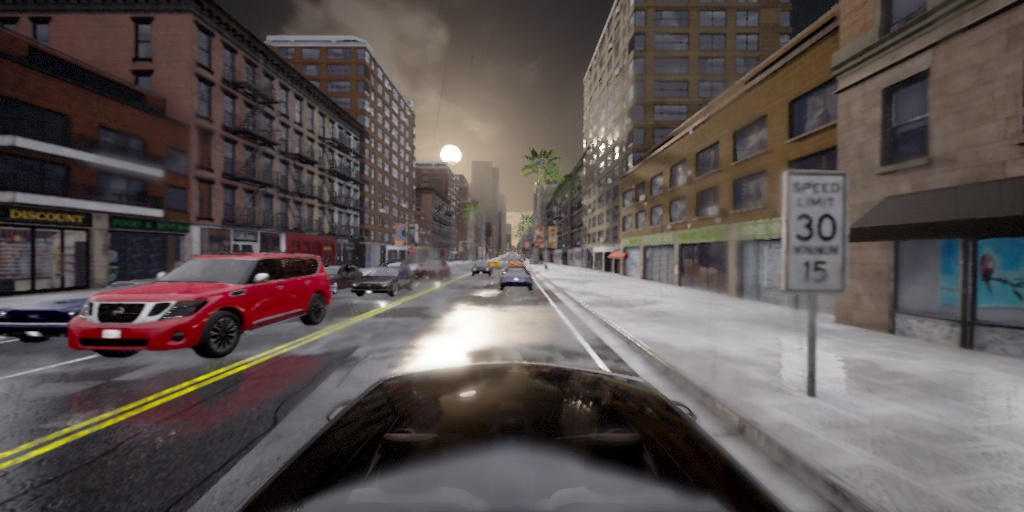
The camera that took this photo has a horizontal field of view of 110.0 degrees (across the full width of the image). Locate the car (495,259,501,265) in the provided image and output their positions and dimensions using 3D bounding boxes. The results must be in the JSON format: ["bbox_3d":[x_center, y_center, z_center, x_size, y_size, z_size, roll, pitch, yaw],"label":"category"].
[{"bbox_3d":[-2.737,1.135,52.591,1.882,1.535,5.008,0,0,0],"label":"car"}]

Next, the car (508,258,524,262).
[{"bbox_3d":[0.480,1.039,48.491,2.097,1.767,4.553,0,0,0],"label":"car"}]

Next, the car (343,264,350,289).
[{"bbox_3d":[-9.707,1.181,19.405,1.837,1.490,4.892,0,0,1],"label":"car"}]

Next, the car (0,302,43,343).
[{"bbox_3d":[-9.798,1.285,9.555,1.895,1.301,4.718,0,0,0],"label":"car"}]

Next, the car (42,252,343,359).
[{"bbox_3d":[-6.556,0.927,8.654,2.150,2.045,5.566,0,0,0],"label":"car"}]

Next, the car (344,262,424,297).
[{"bbox_3d":[-6.467,1.246,18.899,2.033,1.411,5.357,0,0,0],"label":"car"}]

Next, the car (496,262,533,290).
[{"bbox_3d":[0.260,1.301,22.702,1.994,1.385,4.181,0,0,0],"label":"car"}]

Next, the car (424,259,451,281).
[{"bbox_3d":[-6.335,1.036,29.199,2.097,1.767,4.553,0,0,1],"label":"car"}]

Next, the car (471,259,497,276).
[{"bbox_3d":[-2.879,1.295,35.730,1.895,1.301,4.718,0,0,1],"label":"car"}]

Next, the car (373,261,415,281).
[{"bbox_3d":[-9.580,1.188,29.547,1.812,1.442,4.674,0,0,1],"label":"car"}]
